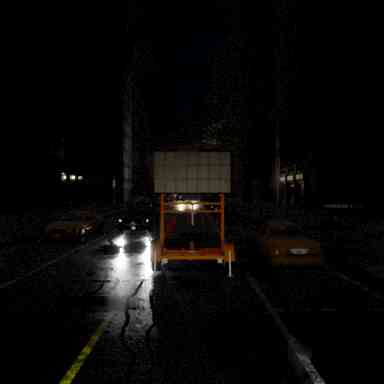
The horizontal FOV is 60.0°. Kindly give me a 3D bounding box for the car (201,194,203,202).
[{"bbox_3d":[2.935,1.333,50.359,2.192,1.841,5.009,0,0,0],"label":"car"}]

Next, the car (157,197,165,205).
[{"bbox_3d":[-5.590,1.458,50.386,1.967,1.590,4.097,0,0,0],"label":"car"}]

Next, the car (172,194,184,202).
[{"bbox_3d":[-2.880,1.567,78.428,2.128,1.511,4.902,0,0,0],"label":"car"}]

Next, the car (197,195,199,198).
[{"bbox_3d":[2.985,1.662,84.195,1.947,1.339,4.313,0,0,0],"label":"car"}]

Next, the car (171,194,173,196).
[{"bbox_3d":[-5.548,1.601,78.410,1.752,1.417,4.829,0,0,0],"label":"car"}]

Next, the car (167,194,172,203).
[{"bbox_3d":[-5.564,1.631,67.303,1.802,1.307,4.206,0,0,0],"label":"car"}]

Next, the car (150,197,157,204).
[{"bbox_3d":[-5.607,1.565,39.107,1.947,1.339,4.313,0,0,0],"label":"car"}]

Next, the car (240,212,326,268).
[{"bbox_3d":[2.884,1.521,11.086,1.752,1.417,4.829,0,0,1],"label":"car"}]

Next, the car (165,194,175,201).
[{"bbox_3d":[-5.540,1.411,84.218,2.192,1.841,5.009,0,0,0],"label":"car"}]

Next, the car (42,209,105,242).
[{"bbox_3d":[-5.642,1.519,16.344,1.752,1.417,4.829,0,0,1],"label":"car"}]

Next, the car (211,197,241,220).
[{"bbox_3d":[2.901,1.431,27.802,1.967,1.590,4.097,0,0,0],"label":"car"}]

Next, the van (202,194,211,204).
[{"bbox_3d":[2.961,1.391,67.278,1.690,1.788,3.998,0,0,0],"label":"van"}]

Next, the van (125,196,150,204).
[{"bbox_3d":[-5.615,1.335,33.469,1.690,1.788,3.998,0,0,0],"label":"van"}]

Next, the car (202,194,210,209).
[{"bbox_3d":[2.927,1.323,44.720,2.192,1.841,5.009,0,0,0],"label":"car"}]

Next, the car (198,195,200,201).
[{"bbox_3d":[2.977,1.658,78.557,1.802,1.307,4.206,0,0,0],"label":"car"}]

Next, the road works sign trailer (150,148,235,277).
[{"bbox_3d":[0.016,0.461,10.200,2.380,3.560,2.880,0,0,0],"label":"road works sign trailer"}]

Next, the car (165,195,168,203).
[{"bbox_3d":[-5.582,1.573,56.024,1.887,1.381,4.507,0,0,0],"label":"car"}]

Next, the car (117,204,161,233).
[{"bbox_3d":[-3.071,1.591,19.754,1.895,1.301,4.718,0,0,0],"label":"car"}]

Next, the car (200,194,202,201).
[{"bbox_3d":[2.953,1.479,61.638,1.967,1.590,4.097,0,0,0],"label":"car"}]

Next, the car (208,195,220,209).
[{"bbox_3d":[2.910,1.434,33.440,1.967,1.590,4.097,0,0,0],"label":"car"}]

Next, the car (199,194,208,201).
[{"bbox_3d":[2.994,1.433,89.836,2.192,1.841,5.009,0,0,0],"label":"car"}]

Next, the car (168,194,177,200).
[{"bbox_3d":[-5.523,1.461,95.471,2.192,1.841,5.009,0,0,0],"label":"car"}]
